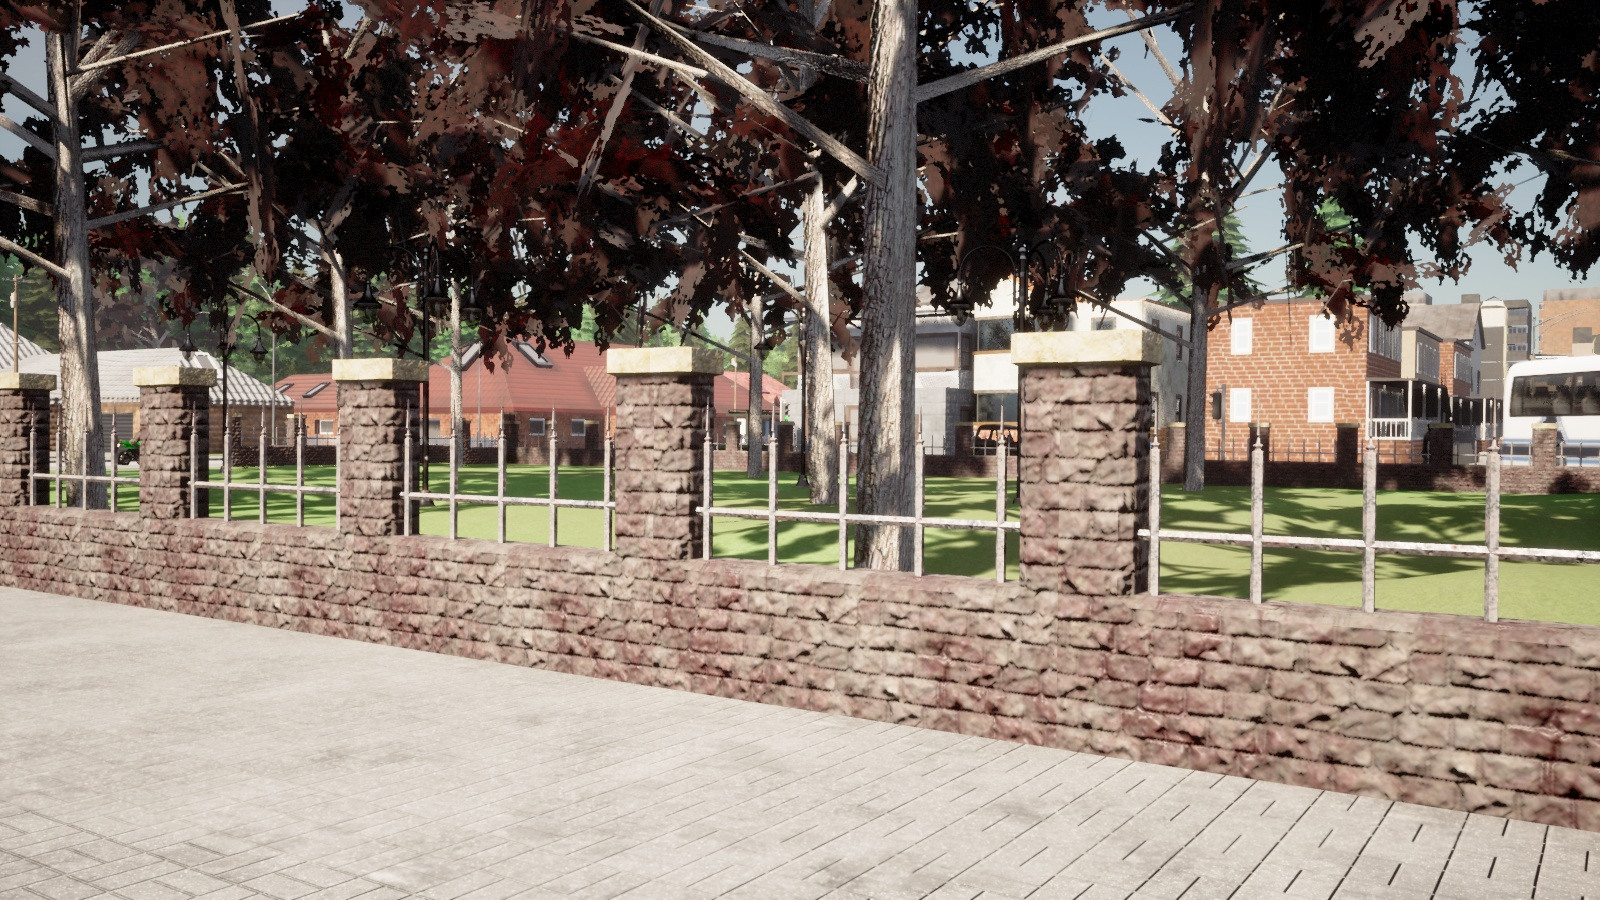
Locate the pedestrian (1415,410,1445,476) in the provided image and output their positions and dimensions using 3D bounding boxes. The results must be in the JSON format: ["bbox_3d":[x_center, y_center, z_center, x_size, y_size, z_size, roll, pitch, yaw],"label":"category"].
[{"bbox_3d":[17.828,-0.205,35.515,0.703,1.840,0.431,0,1,33],"label":"pedestrian"}]

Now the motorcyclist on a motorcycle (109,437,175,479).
[{"bbox_3d":[-24.805,0.291,47.363,0.797,1.523,2.044,0,1,32],"label":"motorcyclist on a motorcycle"}]

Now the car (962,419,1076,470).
[{"bbox_3d":[8.383,-0.206,48.138,3.866,1.878,1.905,0,1,32],"label":"car"}]

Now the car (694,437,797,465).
[{"bbox_3d":[-2.657,0.032,60.361,4.718,1.301,1.895,0,1,34],"label":"car"}]

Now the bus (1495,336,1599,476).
[{"bbox_3d":[26.417,-1.410,38.490,3.944,4.253,10.273,-2,1,-4],"label":"bus"}]
